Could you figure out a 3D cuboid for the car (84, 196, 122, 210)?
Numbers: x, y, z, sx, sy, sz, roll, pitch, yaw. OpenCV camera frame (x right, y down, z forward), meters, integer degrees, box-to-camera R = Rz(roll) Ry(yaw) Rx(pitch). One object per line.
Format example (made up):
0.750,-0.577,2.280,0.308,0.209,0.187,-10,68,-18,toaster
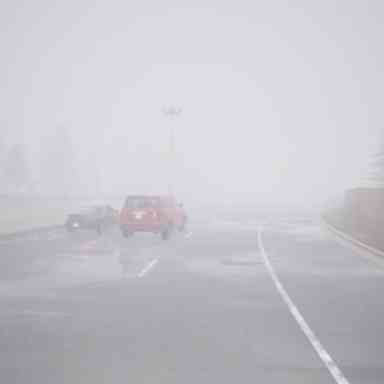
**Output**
-10.157,1.212,38.436,1.812,1.442,4.674,1,0,22,car

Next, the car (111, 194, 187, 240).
-1.777,1.120,16.682,2.150,2.045,5.566,1,0,11,car

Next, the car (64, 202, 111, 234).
-5.052,1.375,17.945,1.812,1.442,4.674,1,0,11,car

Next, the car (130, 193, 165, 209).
-5.384,1.090,40.785,2.097,1.767,4.553,1,0,24,car

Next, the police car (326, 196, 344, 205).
26.640,1.493,61.635,1.930,1.638,5.238,1,0,45,police car

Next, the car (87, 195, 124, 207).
-11.451,1.134,44.346,2.128,1.511,4.902,1,0,24,car
